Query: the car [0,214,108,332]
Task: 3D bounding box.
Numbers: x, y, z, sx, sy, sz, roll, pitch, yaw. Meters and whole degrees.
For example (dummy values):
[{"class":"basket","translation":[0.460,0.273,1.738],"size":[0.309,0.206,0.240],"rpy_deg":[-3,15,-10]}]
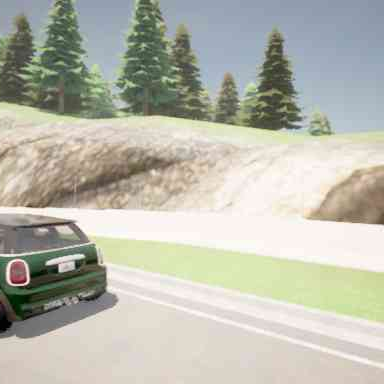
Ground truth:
[{"class":"car","translation":[-3.859,1.212,6.647],"size":[4.553,1.767,2.097],"rpy_deg":[1,1,33]}]
